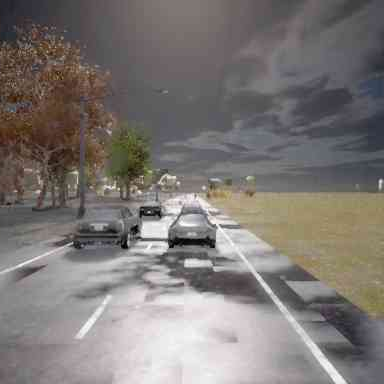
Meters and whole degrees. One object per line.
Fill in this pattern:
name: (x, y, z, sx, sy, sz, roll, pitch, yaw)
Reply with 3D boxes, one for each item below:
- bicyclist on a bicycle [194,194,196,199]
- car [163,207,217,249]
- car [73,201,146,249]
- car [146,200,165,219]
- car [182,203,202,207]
bicyclist on a bicycle: (0.962, 1.392, 95.482, 0.659, 1.776, 1.843, 0, 0, 0)
car: (0.000, 1.575, 14.650, 1.994, 1.385, 4.181, 0, 0, 0)
car: (-3.500, 1.368, 14.621, 2.097, 1.767, 4.553, 0, 0, 0)
car: (-3.500, 1.490, 29.651, 1.882, 1.535, 5.008, 0, 0, 0)
car: (0.000, 1.622, 29.681, 1.895, 1.301, 4.718, 0, 0, 0)
